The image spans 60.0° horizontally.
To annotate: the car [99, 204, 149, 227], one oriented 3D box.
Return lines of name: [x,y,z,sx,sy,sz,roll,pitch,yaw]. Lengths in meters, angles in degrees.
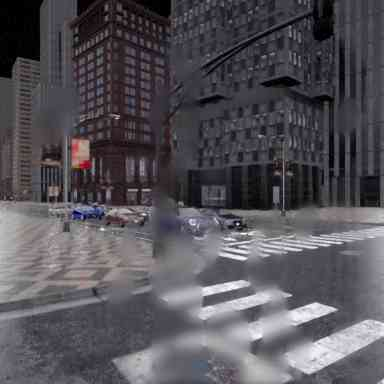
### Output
car: [-5.534,1.976,26.808,1.812,1.442,4.674,0,-1,-36]

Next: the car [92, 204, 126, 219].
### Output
car: [-9.552,2.154,37.984,2.128,1.511,4.902,0,-1,-36]

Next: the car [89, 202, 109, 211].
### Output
car: [-16.712,2.542,59.439,1.882,1.535,5.008,0,-1,-36]

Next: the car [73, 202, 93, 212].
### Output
car: [-18.586,2.549,56.472,1.837,1.490,4.892,0,-1,-36]

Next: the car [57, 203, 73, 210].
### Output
car: [-24.986,2.852,65.388,1.895,1.301,4.718,0,-1,-36]

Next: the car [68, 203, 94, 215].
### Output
car: [-15.589,2.353,46.477,2.128,1.511,4.902,0,-1,-35]

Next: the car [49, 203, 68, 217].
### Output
car: [-16.697,2.417,42.417,1.895,1.301,4.718,0,-1,-35]

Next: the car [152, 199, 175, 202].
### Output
car: [-3.922,1.864,41.620,2.150,2.045,5.566,0,-1,-36]

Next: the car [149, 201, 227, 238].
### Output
car: [-0.383,1.636,19.594,2.097,1.767,4.553,0,-1,-35]

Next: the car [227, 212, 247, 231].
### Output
car: [1.691,1.861,22.312,1.994,1.385,4.181,0,-1,-36]

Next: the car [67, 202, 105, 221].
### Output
car: [-10.928,2.104,34.326,1.882,1.535,5.008,0,-1,-36]
